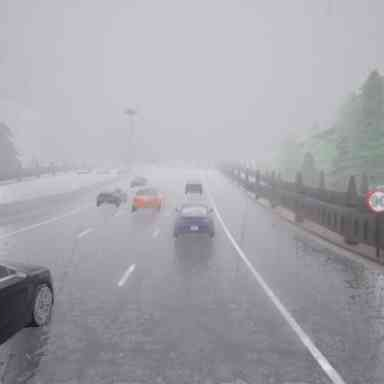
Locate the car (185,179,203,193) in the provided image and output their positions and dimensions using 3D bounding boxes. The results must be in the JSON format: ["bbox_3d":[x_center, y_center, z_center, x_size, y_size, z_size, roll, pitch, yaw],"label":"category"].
[{"bbox_3d":[0.219,-0.786,38.100,1.882,1.535,5.008,0,7,0],"label":"car"}]

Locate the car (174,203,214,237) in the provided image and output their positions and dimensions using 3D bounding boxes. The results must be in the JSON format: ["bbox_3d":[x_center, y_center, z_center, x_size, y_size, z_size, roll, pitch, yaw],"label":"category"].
[{"bbox_3d":[0.111,1.269,16.492,1.812,1.442,4.674,0,3,0],"label":"car"}]

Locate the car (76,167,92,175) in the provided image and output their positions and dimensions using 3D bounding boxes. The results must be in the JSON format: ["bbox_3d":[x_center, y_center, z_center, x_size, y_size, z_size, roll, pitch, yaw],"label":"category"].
[{"bbox_3d":[-20.741,-4.039,64.535,2.033,1.411,5.357,0,7,0],"label":"car"}]

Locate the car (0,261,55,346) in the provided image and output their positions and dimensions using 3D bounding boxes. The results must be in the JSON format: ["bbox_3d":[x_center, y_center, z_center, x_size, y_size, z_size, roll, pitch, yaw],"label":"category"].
[{"bbox_3d":[-3.401,1.511,4.129,2.128,1.511,4.902,0,0,0],"label":"car"}]

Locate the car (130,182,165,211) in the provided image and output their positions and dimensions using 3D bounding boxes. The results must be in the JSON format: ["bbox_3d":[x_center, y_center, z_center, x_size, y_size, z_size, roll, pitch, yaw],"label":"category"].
[{"bbox_3d":[-3.342,0.416,26.201,2.097,1.767,4.553,0,5,0],"label":"car"}]

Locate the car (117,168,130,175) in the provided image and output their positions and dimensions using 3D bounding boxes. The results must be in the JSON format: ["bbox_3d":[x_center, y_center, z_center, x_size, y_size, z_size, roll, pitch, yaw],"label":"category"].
[{"bbox_3d":[-13.727,-4.045,66.760,1.895,1.301,4.718,0,7,0],"label":"car"}]

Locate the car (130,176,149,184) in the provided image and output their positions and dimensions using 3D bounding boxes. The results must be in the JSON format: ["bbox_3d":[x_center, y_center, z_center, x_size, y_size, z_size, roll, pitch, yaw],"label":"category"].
[{"bbox_3d":[-6.845,-1.377,43.596,2.033,1.411,5.357,0,7,0],"label":"car"}]

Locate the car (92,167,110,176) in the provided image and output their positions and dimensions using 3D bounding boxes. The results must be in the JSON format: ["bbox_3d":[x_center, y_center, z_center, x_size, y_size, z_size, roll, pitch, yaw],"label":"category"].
[{"bbox_3d":[-17.241,-4.015,64.514,1.812,1.442,4.674,0,7,0],"label":"car"}]

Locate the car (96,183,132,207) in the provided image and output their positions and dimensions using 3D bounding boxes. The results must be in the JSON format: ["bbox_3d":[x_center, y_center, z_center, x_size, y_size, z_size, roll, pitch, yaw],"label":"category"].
[{"bbox_3d":[-6.830,0.330,28.665,1.837,1.490,4.892,0,5,0],"label":"car"}]
